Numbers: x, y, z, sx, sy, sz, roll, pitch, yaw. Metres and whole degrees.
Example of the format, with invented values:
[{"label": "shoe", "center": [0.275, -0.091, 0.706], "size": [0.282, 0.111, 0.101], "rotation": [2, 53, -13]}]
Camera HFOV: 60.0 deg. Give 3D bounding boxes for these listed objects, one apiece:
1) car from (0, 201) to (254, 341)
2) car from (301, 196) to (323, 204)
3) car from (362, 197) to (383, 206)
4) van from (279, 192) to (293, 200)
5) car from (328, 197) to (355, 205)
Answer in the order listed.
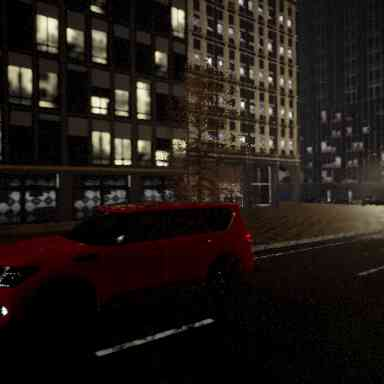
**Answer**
[{"label": "car", "center": [-1.150, 1.232, 6.912], "size": [5.566, 2.045, 2.150], "rotation": [0, 0, -37]}, {"label": "car", "center": [20.827, 1.331, 58.323], "size": [1.947, 1.339, 4.313], "rotation": [-1, 1, -36]}, {"label": "car", "center": [27.496, 1.410, 49.116], "size": [1.947, 1.339, 4.313], "rotation": [-1, 1, -36]}, {"label": "van", "center": [20.893, 0.880, 72.472], "size": [1.690, 1.788, 3.998], "rotation": [-1, 1, -36]}, {"label": "car", "center": [24.144, 1.387, 53.709], "size": [1.802, 1.307, 4.206], "rotation": [-1, 1, -36]}]
